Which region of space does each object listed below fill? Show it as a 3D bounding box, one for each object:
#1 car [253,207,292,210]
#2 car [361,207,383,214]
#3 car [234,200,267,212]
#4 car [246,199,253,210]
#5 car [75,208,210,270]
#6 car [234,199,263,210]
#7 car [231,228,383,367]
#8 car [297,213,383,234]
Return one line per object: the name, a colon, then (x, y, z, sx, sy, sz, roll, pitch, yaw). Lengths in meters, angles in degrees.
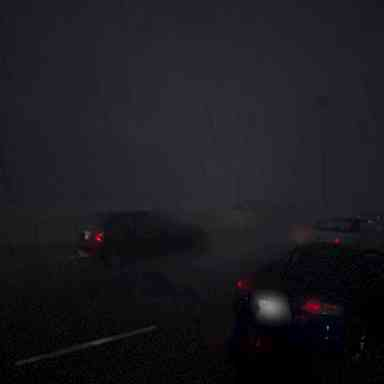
car: (9.055, 1.775, 34.893, 5.357, 1.411, 2.033, 1, 0, -45)
car: (13.920, 1.797, 24.710, 4.718, 1.301, 1.895, 1, 0, -44)
car: (7.736, 1.775, 43.607, 1.837, 1.490, 4.892, 0, -1, 43)
car: (6.451, 1.581, 37.295, 2.097, 1.767, 4.553, 0, 0, 45)
car: (-1.536, 1.406, 11.497, 4.553, 1.767, 2.097, 0, 0, -37)
car: (8.397, 1.780, 49.492, 1.882, 1.535, 5.008, 0, 0, 42)
car: (2.684, 1.608, 5.915, 4.181, 1.385, 1.994, 0, 0, -37)
car: (6.227, 1.700, 13.169, 4.718, 1.301, 1.895, 1, 0, -39)
